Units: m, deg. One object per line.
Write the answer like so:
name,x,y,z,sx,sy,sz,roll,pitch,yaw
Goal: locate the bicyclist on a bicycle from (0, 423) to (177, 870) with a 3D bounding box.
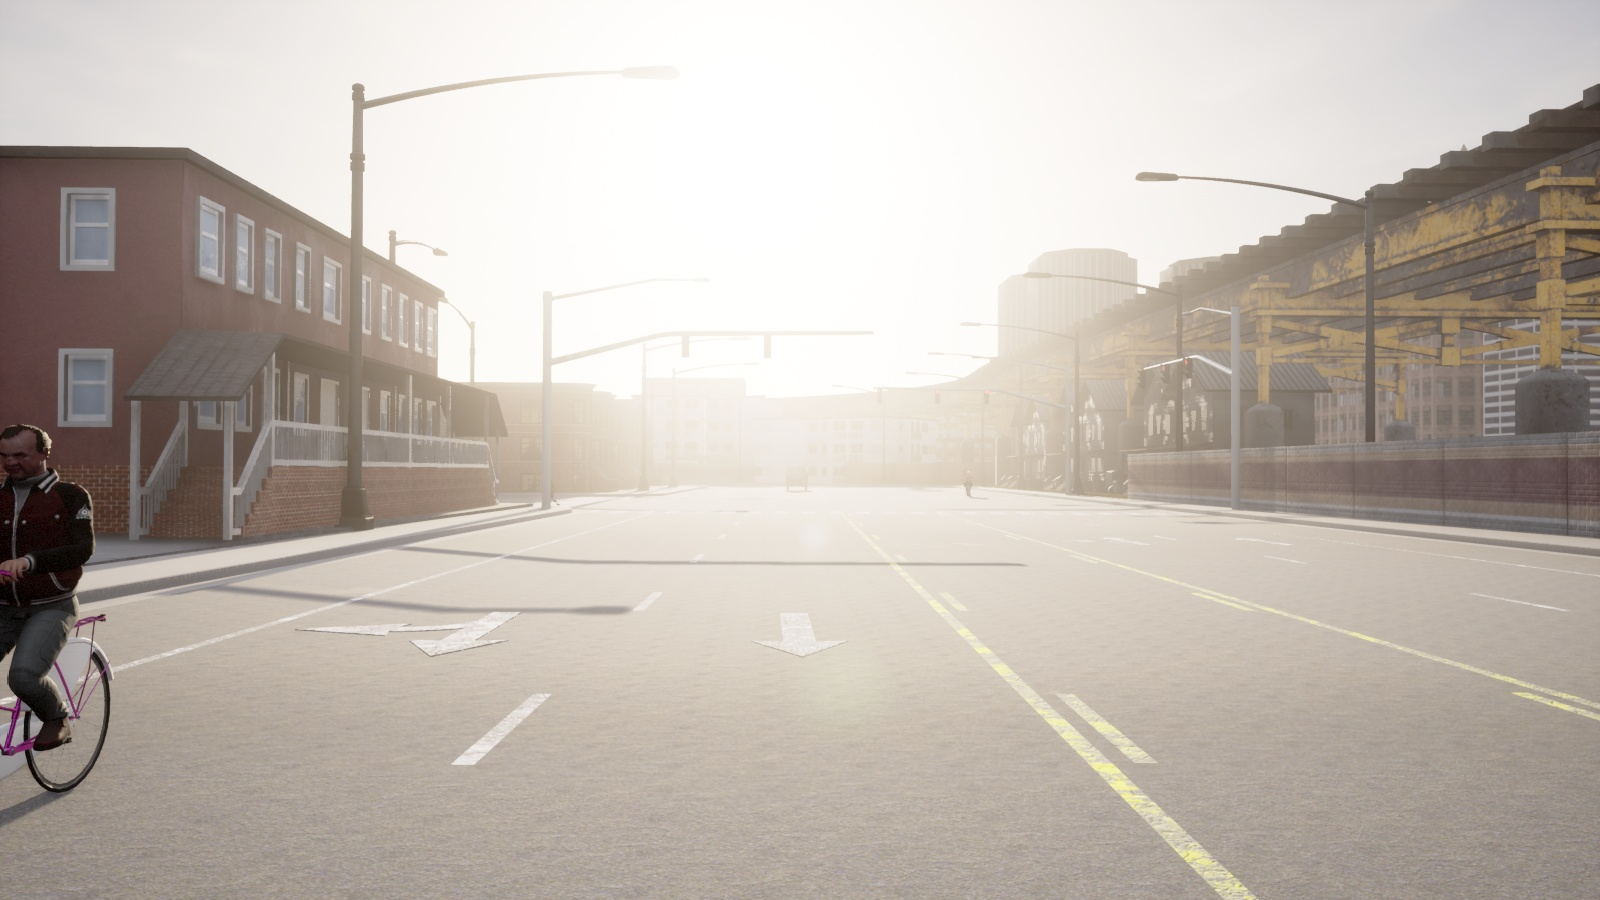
bicyclist on a bicycle,-3.513,0.791,5.486,0.659,1.776,1.843,0,-1,0
